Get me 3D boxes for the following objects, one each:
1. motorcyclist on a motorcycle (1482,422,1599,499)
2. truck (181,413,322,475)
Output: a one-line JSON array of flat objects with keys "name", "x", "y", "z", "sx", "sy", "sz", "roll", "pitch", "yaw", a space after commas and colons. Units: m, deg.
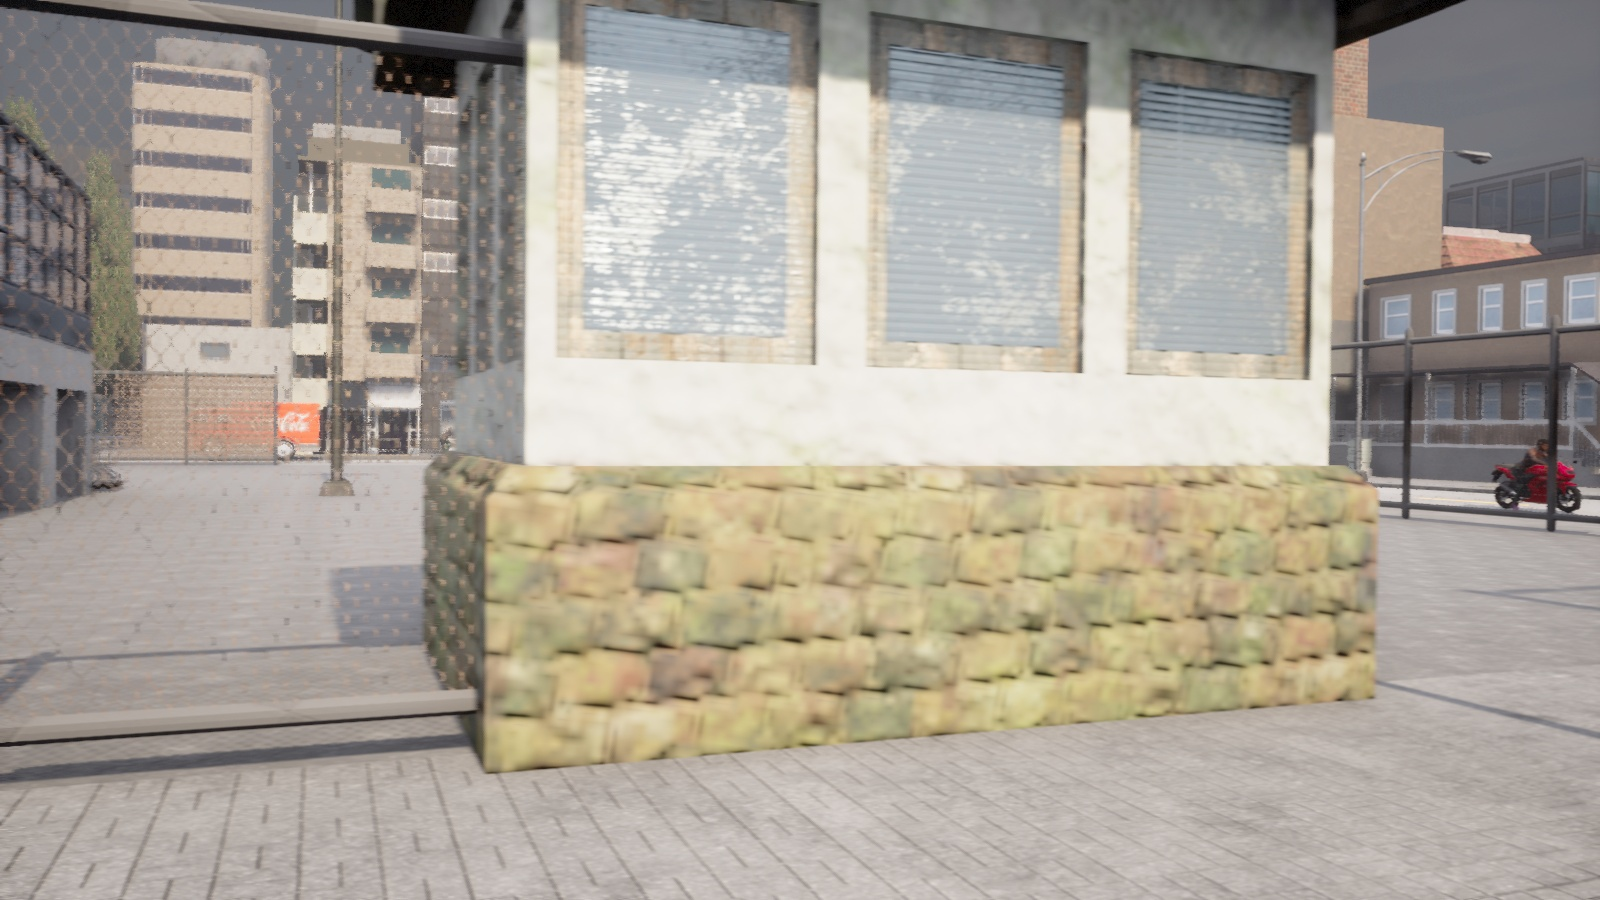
[{"name": "motorcyclist on a motorcycle", "x": 15.374, "y": 0.189, "z": 26.146, "sx": 0.797, "sy": 1.523, "sz": 2.044, "roll": -1, "pitch": 1, "yaw": -21}, {"name": "truck", "x": -22.778, "y": -0.295, "z": 52.403, "sx": 5.204, "sy": 2.467, "sz": 2.627, "roll": -1, "pitch": 1, "yaw": -21}]
